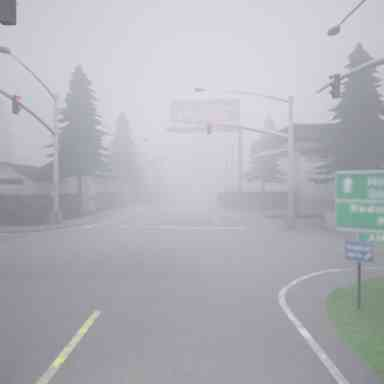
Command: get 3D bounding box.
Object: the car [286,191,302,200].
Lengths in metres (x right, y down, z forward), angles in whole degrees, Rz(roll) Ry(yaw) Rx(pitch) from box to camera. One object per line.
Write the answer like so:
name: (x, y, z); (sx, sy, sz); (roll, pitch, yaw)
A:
car: (22.634, 0.726, 73.975); (1.932, 1.855, 4.605); (0, 0, 0)

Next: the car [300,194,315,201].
car: (22.667, 1.054, 65.498); (1.970, 1.475, 3.806); (0, 0, 0)
